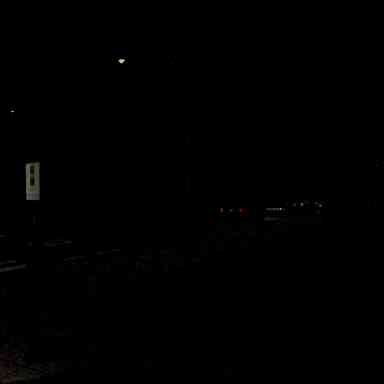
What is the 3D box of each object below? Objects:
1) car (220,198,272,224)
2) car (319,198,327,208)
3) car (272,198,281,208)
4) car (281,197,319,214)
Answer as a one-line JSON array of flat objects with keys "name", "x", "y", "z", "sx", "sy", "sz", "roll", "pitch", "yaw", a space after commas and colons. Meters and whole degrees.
[{"name": "car", "x": 3.953, "y": 1.330, "z": 24.990, "sx": 2.097, "sy": 1.767, "sz": 4.553, "roll": -1, "pitch": 0, "yaw": 35}, {"name": "car", "x": 17.811, "y": 1.546, "z": 44.546, "sx": 1.812, "sy": 1.442, "sz": 4.674, "roll": -1, "pitch": -1, "yaw": 35}, {"name": "car", "x": 13.068, "y": 1.614, "z": 49.094, "sx": 1.812, "sy": 1.442, "sz": 4.674, "roll": -1, "pitch": -1, "yaw": 35}, {"name": "car", "x": 11.813, "y": 1.350, "z": 36.083, "sx": 2.097, "sy": 1.767, "sz": 4.553, "roll": -1, "pitch": -1, "yaw": 35}]
